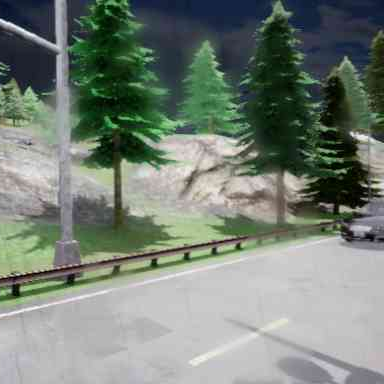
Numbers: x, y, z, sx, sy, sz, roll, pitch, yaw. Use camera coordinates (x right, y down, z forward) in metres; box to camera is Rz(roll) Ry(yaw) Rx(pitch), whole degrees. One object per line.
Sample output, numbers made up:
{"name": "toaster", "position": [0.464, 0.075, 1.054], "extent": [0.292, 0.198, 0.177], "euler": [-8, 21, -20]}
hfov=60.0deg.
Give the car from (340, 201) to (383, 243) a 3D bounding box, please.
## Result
{"name": "car", "position": [7.642, 1.128, 13.027], "extent": [4.902, 1.511, 2.128], "euler": [-2, 1, -39]}
